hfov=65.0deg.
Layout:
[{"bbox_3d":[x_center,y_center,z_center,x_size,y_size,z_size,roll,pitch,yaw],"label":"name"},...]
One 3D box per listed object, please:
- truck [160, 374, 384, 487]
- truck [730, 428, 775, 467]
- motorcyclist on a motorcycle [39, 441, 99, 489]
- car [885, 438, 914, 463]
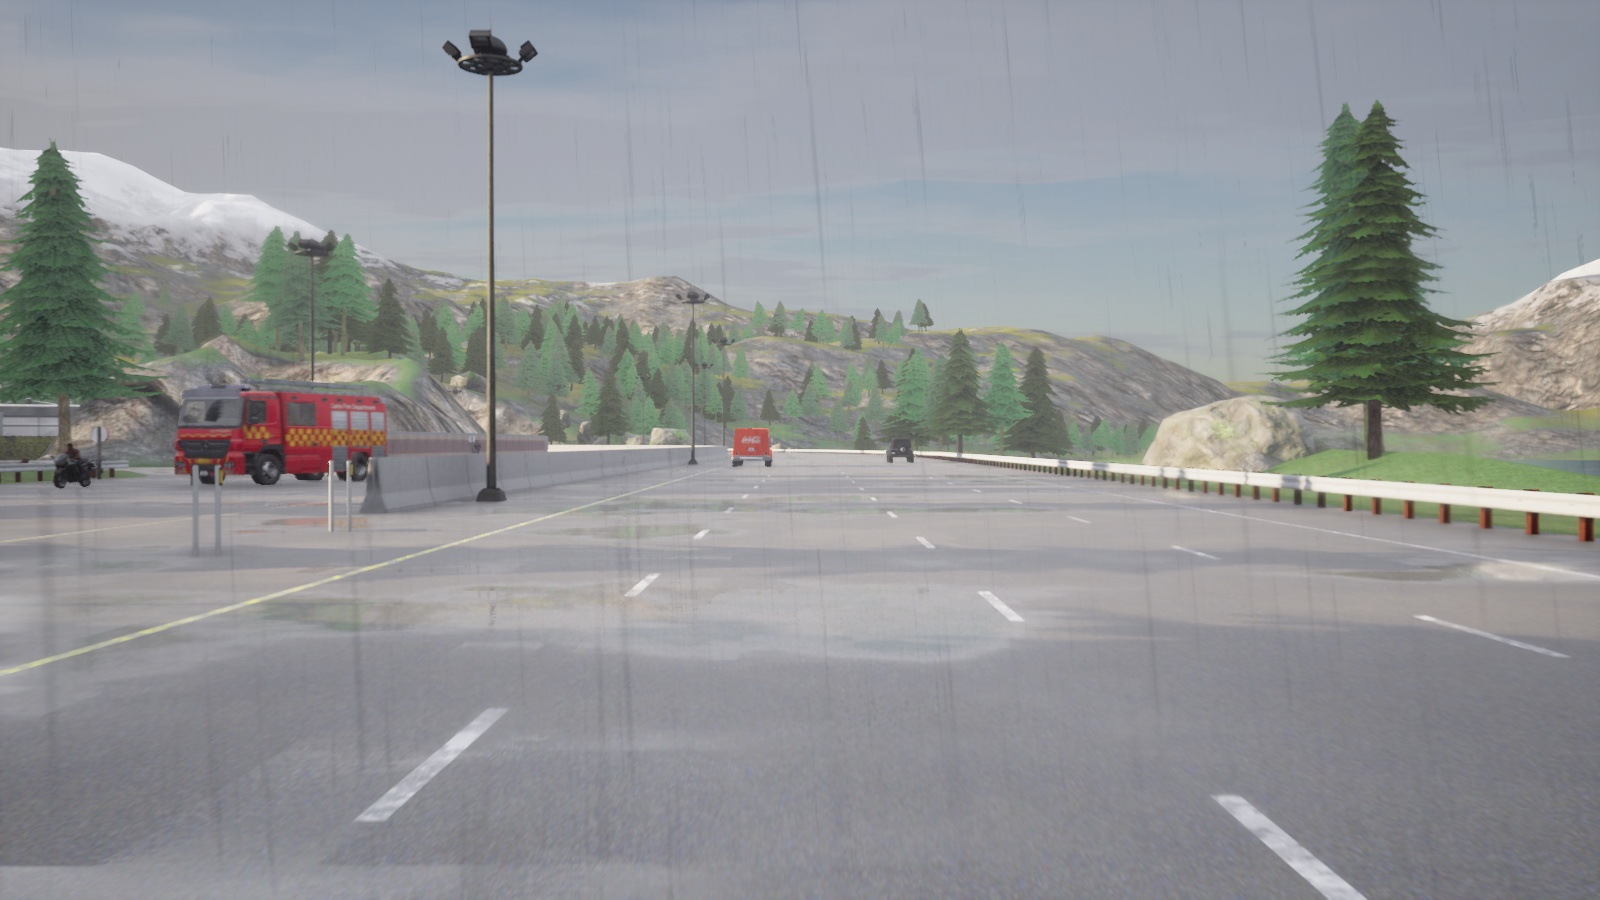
[{"bbox_3d":[-19.435,-0.693,46.965,2.891,3.827,8.468,0,0,18],"label":"truck"},{"bbox_3d":[-3.019,-0.183,81.042,2.627,2.467,5.204,0,1,0],"label":"truck"},{"bbox_3d":[-24.247,0.479,41.683,0.797,1.523,2.044,0,0,0],"label":"motorcyclist on a motorcycle"},{"bbox_3d":[7.560,0.022,95.301,1.905,1.878,3.866,0,0,0],"label":"car"}]
